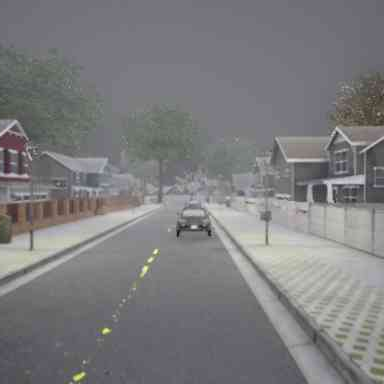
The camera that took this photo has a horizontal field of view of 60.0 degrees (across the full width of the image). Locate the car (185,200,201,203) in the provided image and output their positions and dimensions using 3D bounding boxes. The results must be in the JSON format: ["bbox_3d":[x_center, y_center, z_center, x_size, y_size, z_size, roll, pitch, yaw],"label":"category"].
[{"bbox_3d":[0.103,1.612,38.510,1.812,1.442,4.674,0,0,0],"label":"car"}]

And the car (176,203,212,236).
[{"bbox_3d":[0.101,1.552,18.577,1.812,1.442,4.674,0,0,0],"label":"car"}]
